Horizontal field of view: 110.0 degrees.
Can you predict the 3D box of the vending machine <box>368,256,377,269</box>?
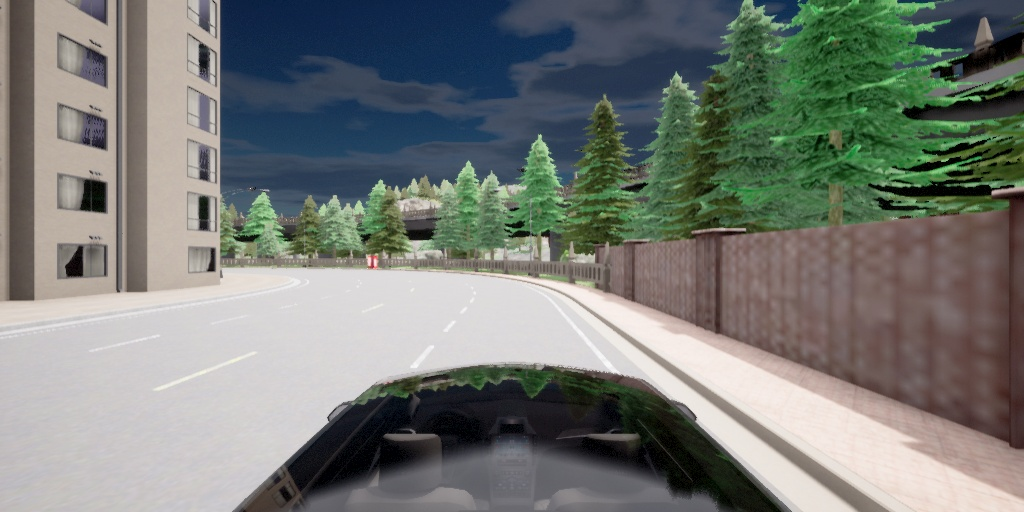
[{"bbox_3d":[-20.347,0.926,52.286,0.880,2.100,1.100,0,0,24],"label":"vending machine"}]
